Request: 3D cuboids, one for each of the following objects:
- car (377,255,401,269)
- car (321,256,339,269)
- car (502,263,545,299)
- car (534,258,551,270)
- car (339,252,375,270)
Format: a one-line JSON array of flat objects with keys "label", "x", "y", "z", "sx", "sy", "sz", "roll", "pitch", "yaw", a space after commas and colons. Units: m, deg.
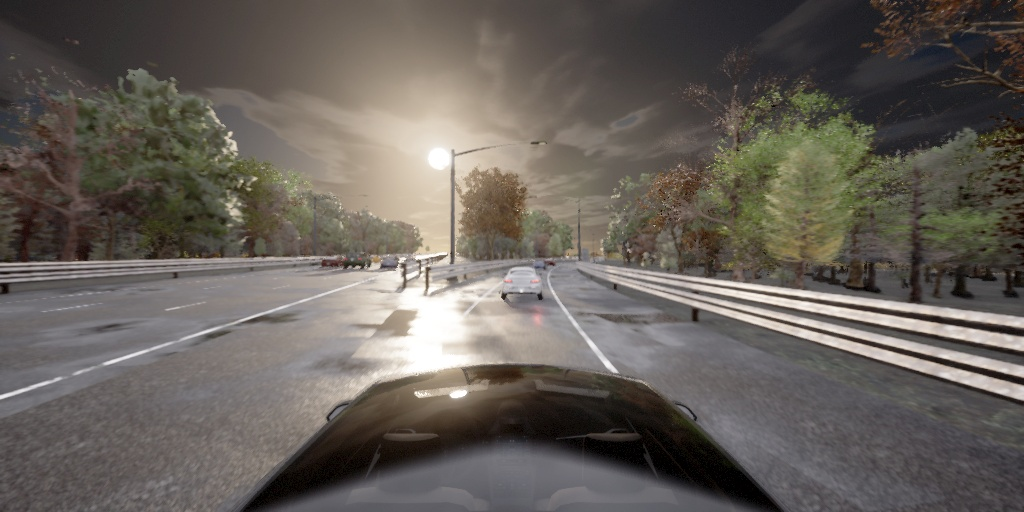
[{"label": "car", "x": -15.300, "y": 0.894, "z": 45.349, "sx": 1.994, "sy": 1.385, "sz": 4.181, "roll": 0, "pitch": 0, "yaw": -10}, {"label": "car", "x": -22.401, "y": 0.763, "z": 45.371, "sx": 1.882, "sy": 1.535, "sz": 5.008, "roll": 0, "pitch": 0, "yaw": -10}, {"label": "car", "x": 0.526, "y": 1.261, "z": 17.792, "sx": 1.812, "sy": 1.442, "sz": 4.674, "roll": 0, "pitch": 0, "yaw": 3}, {"label": "car", "x": 4.066, "y": 1.267, "z": 51.587, "sx": 2.033, "sy": 1.411, "sz": 5.357, "roll": 0, "pitch": 0, "yaw": 10}, {"label": "car", "x": -18.467, "y": 0.543, "z": 43.082, "sx": 2.150, "sy": 2.045, "sz": 5.566, "roll": 0, "pitch": 0, "yaw": -10}]
